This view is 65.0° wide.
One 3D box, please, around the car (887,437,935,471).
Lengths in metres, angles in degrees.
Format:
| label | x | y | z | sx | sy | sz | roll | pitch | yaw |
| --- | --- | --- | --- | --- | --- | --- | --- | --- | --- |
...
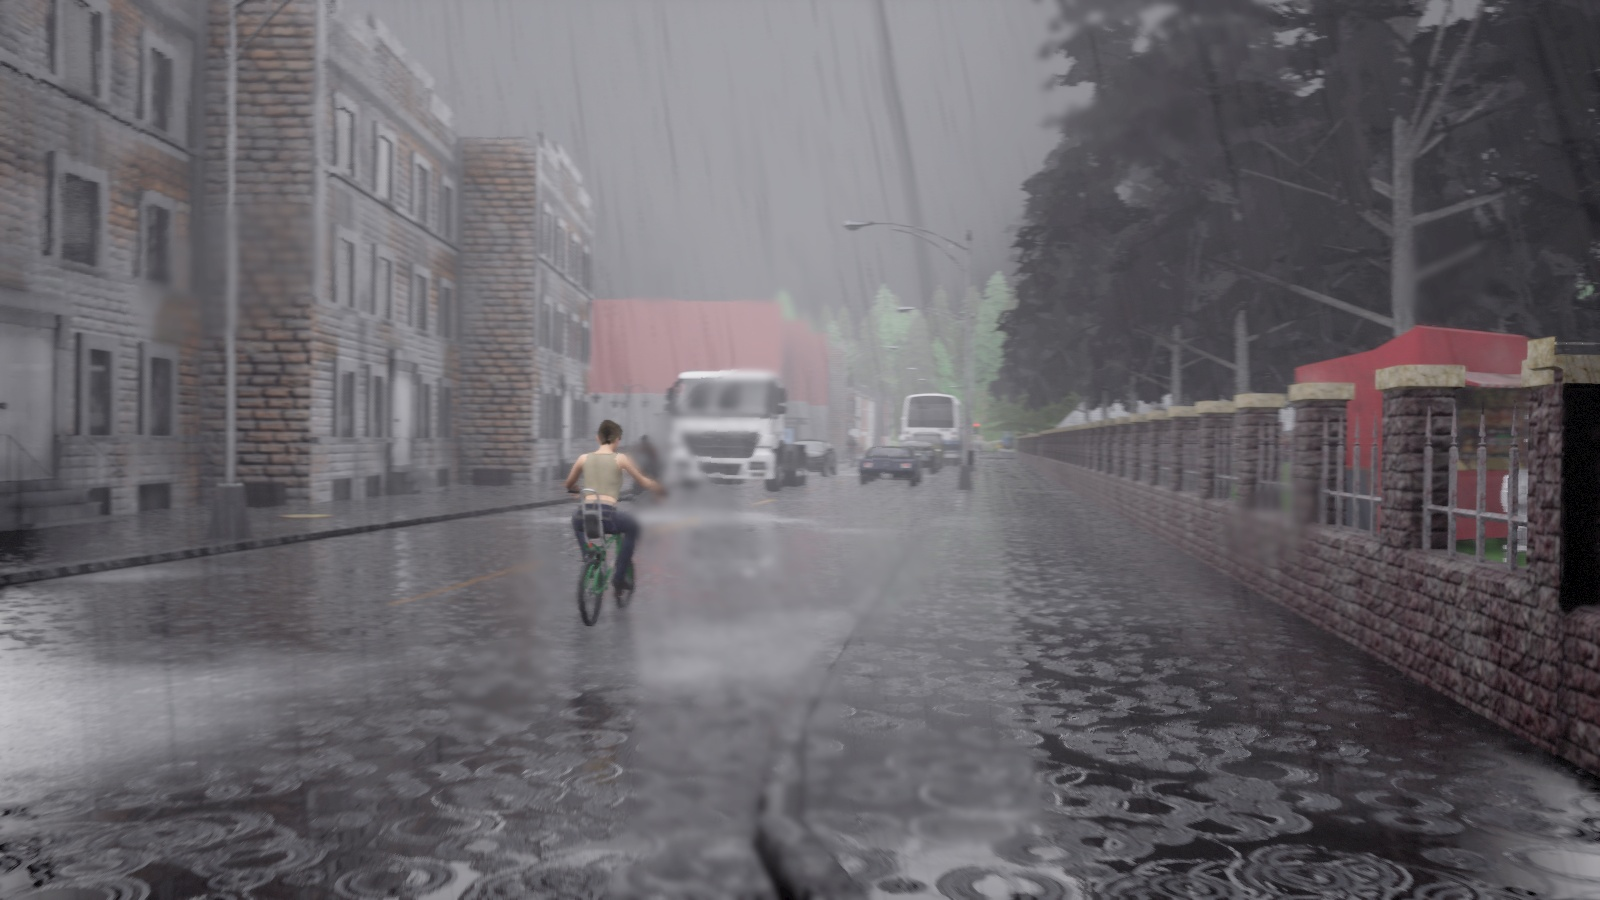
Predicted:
| label | x | y | z | sx | sy | sz | roll | pitch | yaw |
| --- | --- | --- | --- | --- | --- | --- | --- | --- | --- |
| car | 5.220 | 0.161 | 58.516 | 2.007 | 1.525 | 4.514 | 0 | 0 | 8 |

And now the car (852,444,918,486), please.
| label | x | y | z | sx | sy | sz | roll | pitch | yaw |
| --- | --- | --- | --- | --- | --- | --- | --- | --- | --- |
| car | 2.931 | 0.463 | 42.309 | 1.895 | 1.301 | 4.718 | 0 | 0 | 8 |

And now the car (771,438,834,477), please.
| label | x | y | z | sx | sy | sz | roll | pitch | yaw |
| --- | --- | --- | --- | --- | --- | --- | --- | --- | --- |
| car | 0.168 | 0.278 | 51.381 | 1.882 | 1.535 | 5.008 | 0 | 0 | 8 |

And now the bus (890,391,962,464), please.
| label | x | y | z | sx | sy | sz | roll | pitch | yaw |
| --- | --- | --- | --- | --- | --- | --- | --- | --- | --- |
| bus | 8.004 | -1.340 | 78.138 | 3.944 | 4.253 | 10.273 | 0 | 1 | 9 |

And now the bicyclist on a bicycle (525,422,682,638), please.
| label | x | y | z | sx | sy | sz | roll | pitch | yaw |
| --- | --- | --- | --- | --- | --- | --- | --- | --- | --- |
| bicyclist on a bicycle | -1.548 | 0.592 | 10.170 | 0.866 | 1.612 | 1.509 | 0 | 0 | 7 |

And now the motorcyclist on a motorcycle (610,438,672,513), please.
| label | x | y | z | sx | sy | sz | roll | pitch | yaw |
| --- | --- | --- | --- | --- | --- | --- | --- | --- | --- |
| motorcyclist on a motorcycle | -3.331 | 0.509 | 26.496 | 0.797 | 1.523 | 2.044 | 0 | 0 | 8 |

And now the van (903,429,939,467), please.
| label | x | y | z | sx | sy | sz | roll | pitch | yaw |
| --- | --- | --- | --- | --- | --- | --- | --- | --- | --- |
| van | 6.635 | -0.125 | 68.500 | 1.775 | 1.987 | 4.442 | 0 | 0 | 8 |

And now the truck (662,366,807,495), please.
| label | x | y | z | sx | sy | sz | roll | pitch | yaw |
| --- | --- | --- | --- | --- | --- | --- | --- | --- | --- |
| truck | -1.754 | -0.557 | 37.745 | 2.891 | 3.462 | 7.936 | 0 | 0 | 8 |

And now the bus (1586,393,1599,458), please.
| label | x | y | z | sx | sy | sz | roll | pitch | yaw |
| --- | --- | --- | --- | --- | --- | --- | --- | --- | --- |
| bus | 53.446 | -1.564 | 77.641 | 3.944 | 4.253 | 10.273 | 0 | 0 | 5 |
